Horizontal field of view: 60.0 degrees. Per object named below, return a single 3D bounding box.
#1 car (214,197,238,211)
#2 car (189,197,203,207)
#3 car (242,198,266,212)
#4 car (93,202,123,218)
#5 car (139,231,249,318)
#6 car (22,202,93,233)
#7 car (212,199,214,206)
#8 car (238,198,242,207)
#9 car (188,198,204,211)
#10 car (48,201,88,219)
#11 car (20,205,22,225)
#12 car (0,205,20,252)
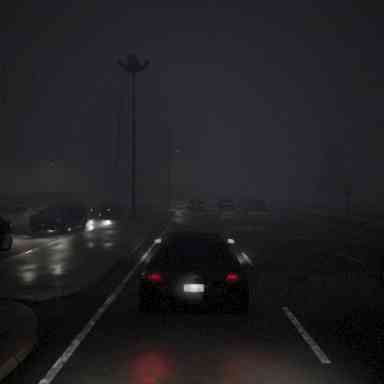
[{"bbox_3d":[3.977,1.479,39.848,1.837,1.490,4.892,0,0,1],"label":"car"},{"bbox_3d":[0.582,1.531,49.987,1.994,1.385,4.181,0,0,1],"label":"car"},{"bbox_3d":[7.462,1.452,39.229,1.882,1.535,5.008,0,0,1],"label":"car"},{"bbox_3d":[-7.663,1.581,30.007,1.895,1.301,4.718,0,0,1],"label":"car"},{"bbox_3d":[0.054,1.559,7.517,1.994,1.385,4.181,0,0,1],"label":"car"},{"bbox_3d":[-7.790,1.465,19.918,1.882,1.535,5.008,0,0,1],"label":"car"},{"bbox_3d":[4.090,1.459,50.174,2.128,1.511,4.902,0,0,1],"label":"car"},{"bbox_3d":[7.578,1.532,49.714,1.994,1.385,4.181,0,0,1],"label":"car"},{"bbox_3d":[0.470,1.522,39.638,2.033,1.411,5.357,0,0,1],"label":"car"},{"bbox_3d":[-11.160,1.581,30.308,1.895,1.301,4.718,0,0,1],"label":"car"},{"bbox_3d":[-11.285,1.513,20.369,1.812,1.442,4.674,0,0,1],"label":"car"},{"bbox_3d":[-7.967,1.345,10.872,2.097,1.767,4.553,0,0,1],"label":"car"}]
